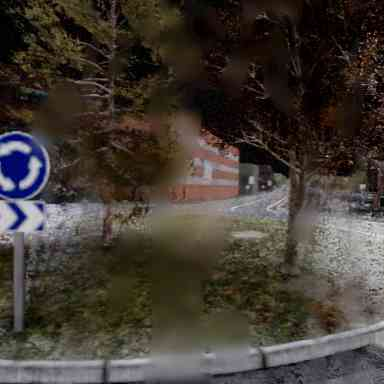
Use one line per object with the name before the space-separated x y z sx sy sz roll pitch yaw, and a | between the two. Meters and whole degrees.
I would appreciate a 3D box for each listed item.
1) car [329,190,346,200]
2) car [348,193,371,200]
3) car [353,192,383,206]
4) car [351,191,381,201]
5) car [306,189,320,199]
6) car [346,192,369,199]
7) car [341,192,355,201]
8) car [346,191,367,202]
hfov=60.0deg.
car | 26.184 0.739 60.584 1.994 1.385 4.181 2 1 17
car | 41.654 1.010 82.813 4.892 1.521 2.231 2 1 17
car | 24.642 1.135 44.656 2.128 1.511 4.902 1 1 -15
car | 39.154 0.830 74.847 5.566 2.045 2.435 2 1 17
car | 26.251 0.462 75.693 5.566 2.045 2.435 2 1 17
car | 42.495 0.983 85.508 5.008 1.535 2.097 2 1 17
car | 32.006 0.840 68.335 2.097 1.767 4.553 2 1 17
car | 29.452 0.920 60.062 2.097 1.767 4.553 2 1 18
